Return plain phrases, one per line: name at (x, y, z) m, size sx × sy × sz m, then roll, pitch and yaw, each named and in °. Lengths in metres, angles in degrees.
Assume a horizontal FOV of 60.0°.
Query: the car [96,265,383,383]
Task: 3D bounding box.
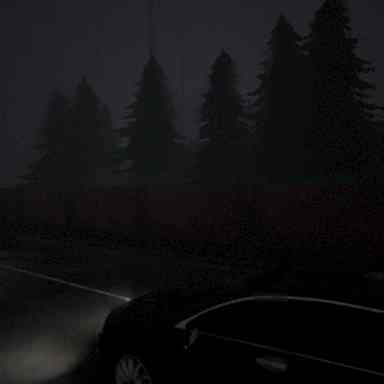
car at (1.132, 1.503, 3.184) m, size 4.892 × 1.490 × 1.837 m, roll -1°, pitch 0°, yaw 35°
